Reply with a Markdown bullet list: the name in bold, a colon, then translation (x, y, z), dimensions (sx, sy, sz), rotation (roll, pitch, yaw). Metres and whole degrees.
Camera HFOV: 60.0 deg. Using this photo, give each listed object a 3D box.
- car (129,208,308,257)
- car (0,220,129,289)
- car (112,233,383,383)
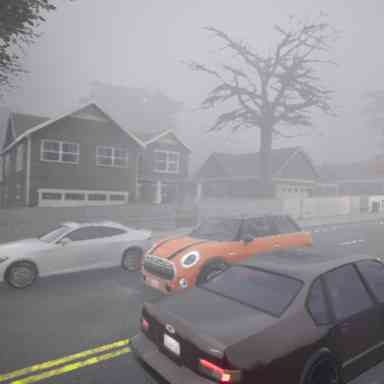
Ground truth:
- **car**: translation (1.032, 1.340, 8.410), dimensions (4.553, 1.767, 2.097), rotation (0, 0, -36)
- **car**: translation (-3.215, 1.548, 9.370), dimensions (4.674, 1.442, 1.812), rotation (-1, 0, -36)
- **car**: translation (1.844, 1.531, 4.749), dimensions (5.357, 1.411, 2.033), rotation (0, 0, -36)
